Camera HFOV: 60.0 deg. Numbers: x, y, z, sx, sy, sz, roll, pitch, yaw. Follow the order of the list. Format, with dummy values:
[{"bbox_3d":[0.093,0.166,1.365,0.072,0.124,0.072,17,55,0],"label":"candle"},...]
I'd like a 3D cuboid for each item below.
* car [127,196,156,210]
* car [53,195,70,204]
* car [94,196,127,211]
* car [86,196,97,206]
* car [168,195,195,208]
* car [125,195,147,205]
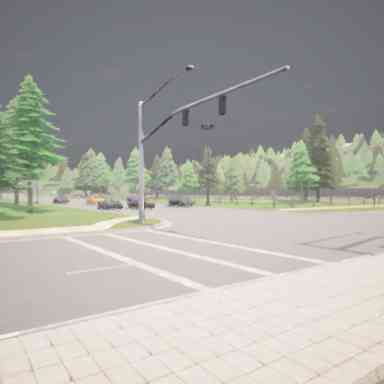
[{"bbox_3d":[-6.355,1.540,41.632,1.895,1.301,4.718,0,0,-35],"label":"car"},{"bbox_3d":[-23.638,1.301,60.249,2.097,1.767,4.553,0,0,-35],"label":"car"},{"bbox_3d":[-9.996,1.514,40.727,1.994,1.385,4.181,0,0,-35],"label":"car"},{"bbox_3d":[-16.121,1.416,55.572,1.882,1.535,5.008,0,0,-35],"label":"car"},{"bbox_3d":[-1.555,1.267,46.981,2.097,1.767,4.553,0,0,-35],"label":"car"},{"bbox_3d":[-10.090,1.393,59.168,1.882,1.535,5.008,0,0,-35],"label":"car"}]
